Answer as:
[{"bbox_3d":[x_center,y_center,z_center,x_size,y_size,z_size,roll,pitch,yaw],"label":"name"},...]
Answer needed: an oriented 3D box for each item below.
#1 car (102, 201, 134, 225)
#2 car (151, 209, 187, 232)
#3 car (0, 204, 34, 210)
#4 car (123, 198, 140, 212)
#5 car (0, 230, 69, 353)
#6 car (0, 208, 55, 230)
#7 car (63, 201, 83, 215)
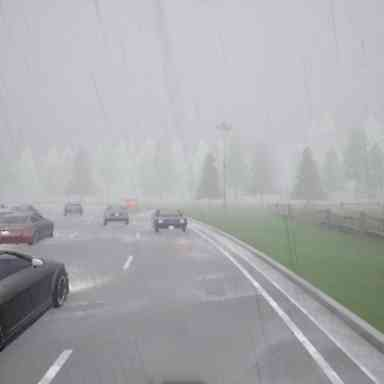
[{"bbox_3d":[-6.016,1.705,25.998,2.033,1.411,5.357,0,0,-15],"label":"car"},{"bbox_3d":[-1.595,1.730,21.187,1.895,1.301,4.718,0,0,-11],"label":"car"},{"bbox_3d":[-13.193,1.704,25.969,2.033,1.411,5.357,0,0,-17],"label":"car"},{"bbox_3d":[-8.214,1.613,43.093,2.097,1.767,4.553,0,0,-23],"label":"car"},{"bbox_3d":[-3.525,1.597,5.332,1.994,1.385,4.181,0,0,-2],"label":"car"},{"bbox_3d":[-7.900,1.659,15.630,1.994,1.385,4.181,0,0,-8],"label":"car"},{"bbox_3d":[-13.310,1.716,37.167,2.128,1.511,4.902,0,0,-21],"label":"car"}]
